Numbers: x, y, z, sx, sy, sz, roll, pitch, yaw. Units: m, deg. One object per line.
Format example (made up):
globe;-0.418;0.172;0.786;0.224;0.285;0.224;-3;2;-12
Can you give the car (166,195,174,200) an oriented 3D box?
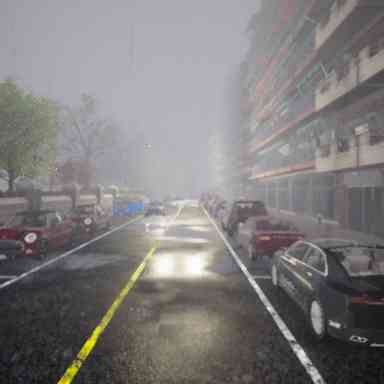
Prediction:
car;-5.675;1.437;85.118;1.802;1.307;4.206;0;0;0

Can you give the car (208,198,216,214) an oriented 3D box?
car;2.697;1.474;28.813;1.887;1.381;4.507;0;0;0

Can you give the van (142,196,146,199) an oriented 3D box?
van;-5.682;1.259;34.443;1.690;1.788;3.998;0;0;0

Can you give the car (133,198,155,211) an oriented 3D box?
car;-5.681;1.460;40.074;2.008;1.369;4.403;0;0;0

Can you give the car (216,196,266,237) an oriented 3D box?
car;2.696;1.269;17.552;2.192;1.841;5.009;0;0;0

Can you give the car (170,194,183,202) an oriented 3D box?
car;-2.988;1.461;70.709;1.895;1.301;4.718;0;0;0

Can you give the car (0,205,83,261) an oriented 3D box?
car;-5.686;1.408;11.924;1.967;1.590;4.097;0;0;0

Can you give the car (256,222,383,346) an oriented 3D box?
car;2.693;1.534;6.292;2.008;1.369;4.403;0;0;0

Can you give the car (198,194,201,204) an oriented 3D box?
car;2.404;1.110;61.442;2.150;2.045;5.566;0;0;0

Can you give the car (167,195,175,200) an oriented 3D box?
car;-5.674;1.396;90.746;1.887;1.381;4.507;0;0;0

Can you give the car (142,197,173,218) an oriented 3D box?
car;-3.093;1.475;29.734;2.033;1.411;5.357;0;0;0

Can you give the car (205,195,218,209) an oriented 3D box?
car;2.698;1.358;34.442;1.967;1.590;4.097;0;0;0

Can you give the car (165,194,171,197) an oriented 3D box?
car;-5.675;1.428;79.488;1.947;1.339;4.313;0;0;0

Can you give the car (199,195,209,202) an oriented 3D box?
car;2.704;1.419;73.855;2.008;1.369;4.403;0;0;0

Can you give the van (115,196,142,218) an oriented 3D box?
van;-5.683;1.270;28.814;1.690;1.788;3.998;0;0;0

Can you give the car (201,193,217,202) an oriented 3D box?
car;2.700;1.216;45.702;2.192;1.841;5.009;0;0;0

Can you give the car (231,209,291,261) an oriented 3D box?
car;2.695;1.513;11.922;1.887;1.381;4.507;0;0;0

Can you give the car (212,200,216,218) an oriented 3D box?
car;2.696;1.491;23.183;2.008;1.369;4.403;0;0;0

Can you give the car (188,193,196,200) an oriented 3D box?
car;0.016;1.152;80.911;1.882;1.535;5.008;0;0;0

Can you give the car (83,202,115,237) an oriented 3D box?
car;-5.684;1.394;17.553;1.967;1.590;4.097;0;0;0
